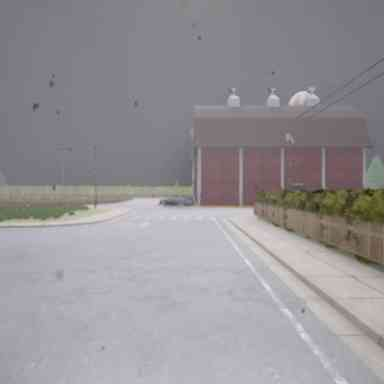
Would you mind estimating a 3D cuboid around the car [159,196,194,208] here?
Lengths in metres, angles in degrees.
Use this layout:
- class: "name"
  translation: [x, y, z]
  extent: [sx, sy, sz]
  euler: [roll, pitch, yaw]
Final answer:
- class: "car"
  translation: [-2.026, 1.279, 43.216]
  extent: [4.902, 1.511, 2.128]
  euler: [0, 0, 34]
